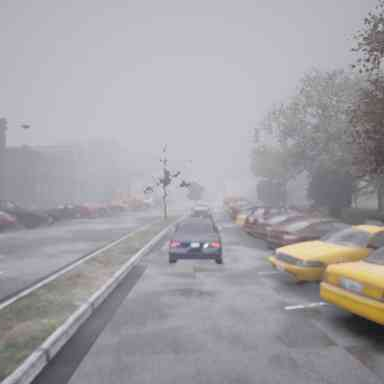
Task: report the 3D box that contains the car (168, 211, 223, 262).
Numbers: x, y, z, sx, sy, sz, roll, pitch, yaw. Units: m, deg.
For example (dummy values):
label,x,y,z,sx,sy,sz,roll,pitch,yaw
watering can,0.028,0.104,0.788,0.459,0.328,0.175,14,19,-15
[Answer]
label,x,y,z,sx,sy,sz,roll,pitch,yaw
car,0.166,1.688,12.625,2.033,1.411,5.357,0,-1,2

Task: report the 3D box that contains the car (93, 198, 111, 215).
label,x,y,z,sx,sy,sz,roll,pitch,yaw
car,-11.970,1.790,38.042,4.553,1.767,2.185,-1,0,-16

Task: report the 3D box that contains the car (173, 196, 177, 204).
label,x,y,z,sx,sy,sz,roll,pitch,yaw
car,-7.228,2.475,88.984,5.008,1.535,2.097,-1,-1,-14

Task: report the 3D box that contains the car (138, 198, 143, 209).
label,x,y,z,sx,sy,sz,roll,pitch,yaw
car,-10.715,2.113,53.051,4.792,1.488,2.163,-1,0,-15

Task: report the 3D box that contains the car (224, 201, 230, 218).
label,x,y,z,sx,sy,sz,roll,pitch,yaw
car,5.554,1.774,26.950,5.008,1.535,2.097,1,-1,-17

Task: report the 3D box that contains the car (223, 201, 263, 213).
label,x,y,z,sx,sy,sz,roll,pitch,yaw
car,6.826,1.964,44.686,4.892,1.521,2.231,1,-1,-15

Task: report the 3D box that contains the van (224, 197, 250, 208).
label,x,y,z,sx,sy,sz,roll,pitch,yaw
van,8.373,1.926,62.422,4.442,1.987,1.878,1,0,-15

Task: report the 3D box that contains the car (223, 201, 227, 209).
label,x,y,z,sx,sy,sz,roll,pitch,yaw
car,5.701,1.835,29.891,4.792,1.488,2.163,1,0,-16

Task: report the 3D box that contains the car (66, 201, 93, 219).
label,x,y,z,sx,sy,sz,roll,pitch,yaw
car,-12.417,1.847,32.010,5.008,1.535,2.097,-1,0,-17

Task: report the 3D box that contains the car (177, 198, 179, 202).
label,x,y,z,sx,sy,sz,roll,pitch,yaw
car,-6.924,2.545,91.994,4.674,1.452,2.002,-1,-1,-14

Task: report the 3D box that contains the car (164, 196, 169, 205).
label,x,y,z,sx,sy,sz,roll,pitch,yaw
car,-8.665,2.060,74.028,5.566,2.045,2.435,-1,-1,-15

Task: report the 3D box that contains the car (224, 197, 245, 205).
label,x,y,z,sx,sy,sz,roll,pitch,yaw
car,10.206,2.220,80.238,4.553,1.767,2.185,1,0,-14

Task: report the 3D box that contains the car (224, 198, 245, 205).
label,x,y,z,sx,sy,sz,roll,pitch,yaw
car,9.859,2.187,77.267,4.553,1.767,2.185,1,-1,-15

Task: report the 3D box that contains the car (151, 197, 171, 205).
label,x,y,z,sx,sy,sz,roll,pitch,yaw
car,-7.788,2.284,82.994,4.553,1.767,2.185,-1,0,-14

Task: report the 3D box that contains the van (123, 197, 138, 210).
label,x,y,z,sx,sy,sz,roll,pitch,yaw
van,-10.858,1.823,50.099,4.442,1.987,1.878,-1,-1,-15

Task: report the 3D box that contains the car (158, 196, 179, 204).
label,x,y,z,sx,sy,sz,roll,pitch,yaw
car,-6.654,2.278,94.985,5.566,2.045,2.435,-1,0,-14

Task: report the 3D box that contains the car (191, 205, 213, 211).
label,x,y,z,sx,sy,sz,roll,pitch,yaw
car,0.871,1.845,28.996,1.812,1.442,4.674,0,0,4

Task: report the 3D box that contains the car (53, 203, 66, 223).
label,x,y,z,sx,sy,sz,roll,pitch,yaw
car,-12.785,1.779,25.984,5.008,1.535,2.097,-1,-1,-17

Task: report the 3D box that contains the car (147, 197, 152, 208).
label,x,y,z,sx,sy,sz,roll,pitch,yaw
car,-10.121,2.148,59.055,5.008,1.535,2.097,-1,-1,-15

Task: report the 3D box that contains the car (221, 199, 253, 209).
label,x,y,z,sx,sy,sz,roll,pitch,yaw
car,8.021,2.116,59.441,5.366,1.575,1.946,1,0,-15

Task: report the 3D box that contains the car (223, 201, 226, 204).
label,x,y,z,sx,sy,sz,roll,pitch,yaw
car,5.950,1.867,32.875,4.792,1.488,2.163,1,-1,-16

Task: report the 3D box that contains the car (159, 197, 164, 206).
label,x,y,z,sx,sy,sz,roll,pitch,yaw
car,-9.289,1.995,68.019,5.566,2.045,2.435,-1,0,-15

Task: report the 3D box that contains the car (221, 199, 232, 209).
label,x,y,z,sx,sy,sz,roll,pitch,yaw
car,6.336,1.900,38.773,5.008,1.535,2.097,1,-1,-15

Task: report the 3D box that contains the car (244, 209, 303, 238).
label,x,y,z,sx,sy,sz,roll,pitch,yaw
car,5.053,1.688,15.115,4.674,1.452,2.002,1,-1,-18

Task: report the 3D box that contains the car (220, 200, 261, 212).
label,x,y,z,sx,sy,sz,roll,pitch,yaw
car,6.915,1.989,47.591,5.366,1.575,1.946,1,0,-15

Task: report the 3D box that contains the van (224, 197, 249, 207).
label,x,y,z,sx,sy,sz,roll,pitch,yaw
van,8.653,1.958,65.387,4.442,1.987,1.878,1,0,-15

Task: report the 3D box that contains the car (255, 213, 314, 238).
label,x,y,z,sx,sy,sz,roll,pitch,yaw
car,4.973,1.656,12.155,4.674,1.452,2.002,1,-1,-18

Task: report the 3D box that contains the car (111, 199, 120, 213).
label,x,y,z,sx,sy,sz,roll,pitch,yaw
car,-11.743,1.951,41.051,4.892,1.521,2.231,-1,0,-15

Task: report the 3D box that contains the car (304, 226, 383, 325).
label,x,y,z,sx,sy,sz,roll,pitch,yaw
car,5.040,1.553,6.295,5.366,1.575,1.946,1,-1,-19

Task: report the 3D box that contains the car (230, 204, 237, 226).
label,x,y,z,sx,sy,sz,roll,pitch,yaw
car,5.450,1.711,21.092,5.366,1.575,1.946,1,-1,-17

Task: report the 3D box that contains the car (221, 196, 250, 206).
label,x,y,z,sx,sy,sz,roll,pitch,yaw
car,9.354,1.998,71.355,5.566,2.045,2.435,1,-1,-15

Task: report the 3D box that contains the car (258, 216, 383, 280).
label,x,y,z,sx,sy,sz,roll,pitch,yaw
car,4.739,1.578,9.130,5.366,1.575,1.946,1,0,-19

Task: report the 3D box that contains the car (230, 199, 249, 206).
label,x,y,z,sx,sy,sz,roll,pitch,yaw
car,5.441,1.618,23.997,4.553,1.767,2.185,1,0,-17

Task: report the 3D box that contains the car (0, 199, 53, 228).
label,x,y,z,sx,sy,sz,roll,pitch,yaw
car,-12.909,1.493,22.981,5.566,2.045,2.435,-1,-1,-18

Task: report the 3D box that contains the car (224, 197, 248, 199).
label,x,y,z,sx,sy,sz,roll,pitch,yaw
car,6.553,1.806,41.723,4.553,1.767,2.185,1,-1,-15

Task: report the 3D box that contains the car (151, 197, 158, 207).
label,x,y,z,sx,sy,sz,roll,pitch,yaw
car,-9.861,1.930,62.038,5.566,2.045,2.435,-1,0,-15

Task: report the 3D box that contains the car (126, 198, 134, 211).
label,x,y,z,sx,sy,sz,roll,pitch,yaw
car,-11.417,2.016,47.008,5.366,1.575,1.946,-1,0,-15

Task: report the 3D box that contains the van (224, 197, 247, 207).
label,x,y,z,sx,sy,sz,roll,pitch,yaw
van,8.932,1.990,68.351,4.442,1.987,1.878,1,0,-14

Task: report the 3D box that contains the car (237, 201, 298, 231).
label,x,y,z,sx,sy,sz,roll,pitch,yaw
car,5.128,1.553,18.068,4.553,1.767,2.185,1,-1,-18

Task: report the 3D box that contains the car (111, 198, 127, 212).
label,x,y,z,sx,sy,sz,roll,pitch,yaw
car,-11.513,1.983,44.061,5.008,1.535,2.097,-1,-1,-15

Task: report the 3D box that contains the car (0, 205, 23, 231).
label,x,y,z,sx,sy,sz,roll,pitch,yaw
car,-13.059,1.750,19.942,4.674,1.452,2.002,-1,0,-18

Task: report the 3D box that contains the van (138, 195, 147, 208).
label,x,y,z,sx,sy,sz,roll,pitch,yaw
van,-10.295,1.888,56.097,4.442,1.987,1.878,-1,-1,-15

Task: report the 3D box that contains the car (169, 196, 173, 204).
label,x,y,z,sx,sy,sz,roll,pitch,yaw
car,-8.089,2.125,80.014,5.566,2.045,2.435,-1,-1,-15
